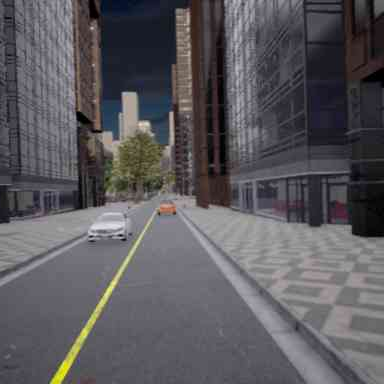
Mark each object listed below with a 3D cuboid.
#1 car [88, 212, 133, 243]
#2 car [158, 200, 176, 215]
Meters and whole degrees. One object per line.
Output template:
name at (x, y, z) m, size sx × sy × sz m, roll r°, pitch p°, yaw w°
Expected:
car at (-4.364, 1.849, 18.322) m, size 1.812 × 1.442 × 4.674 m, roll -2°, pitch -1°, yaw -4°
car at (-3.127, 1.834, 41.113) m, size 2.097 × 1.767 × 4.553 m, roll -2°, pitch -1°, yaw -5°
